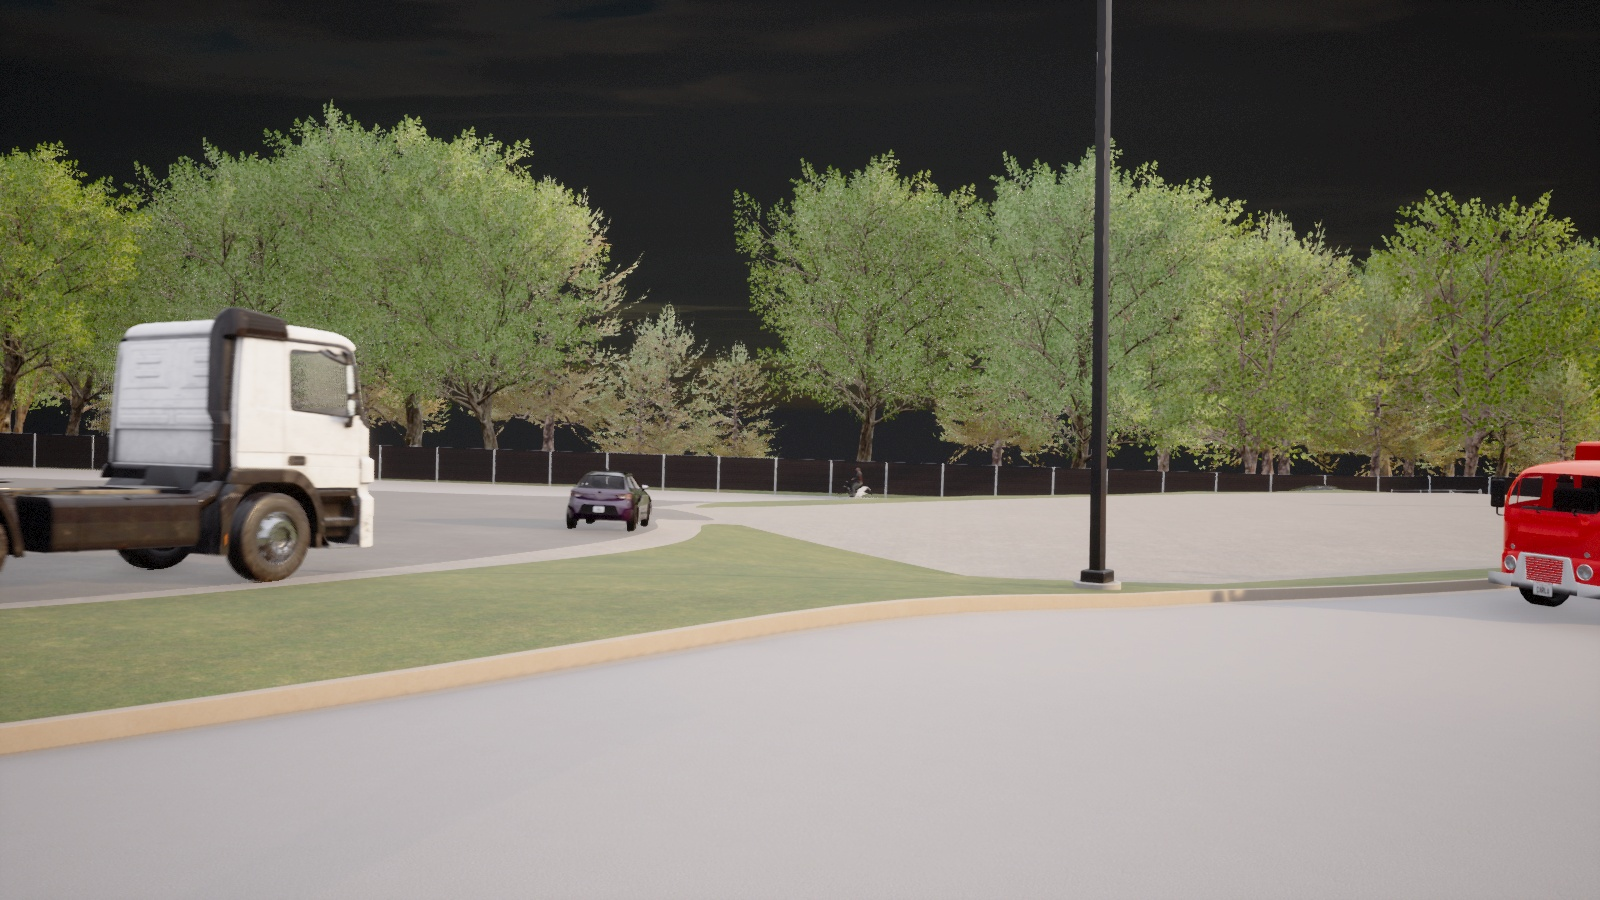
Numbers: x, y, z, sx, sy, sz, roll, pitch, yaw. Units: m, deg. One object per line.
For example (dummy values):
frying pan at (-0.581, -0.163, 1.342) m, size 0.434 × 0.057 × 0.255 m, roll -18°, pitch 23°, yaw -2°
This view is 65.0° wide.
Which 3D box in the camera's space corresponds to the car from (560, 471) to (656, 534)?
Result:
car at (-4.953, 1.321, 32.906) m, size 1.816 × 1.474 × 4.193 m, roll 2°, pitch -1°, yaw 0°

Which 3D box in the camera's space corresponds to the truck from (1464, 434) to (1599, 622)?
truck at (12.802, 1.018, 18.327) m, size 5.204 × 2.467 × 2.627 m, roll 0°, pitch 2°, yaw -20°

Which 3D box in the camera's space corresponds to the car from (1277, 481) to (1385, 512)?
car at (27.777, 2.423, 65.792) m, size 4.892 × 1.490 × 1.837 m, roll 1°, pitch 2°, yaw 1°

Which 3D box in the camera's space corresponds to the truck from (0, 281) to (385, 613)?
truck at (-9.052, -0.026, 14.761) m, size 2.891 × 3.462 × 7.936 m, roll 1°, pitch -1°, yaw 30°
